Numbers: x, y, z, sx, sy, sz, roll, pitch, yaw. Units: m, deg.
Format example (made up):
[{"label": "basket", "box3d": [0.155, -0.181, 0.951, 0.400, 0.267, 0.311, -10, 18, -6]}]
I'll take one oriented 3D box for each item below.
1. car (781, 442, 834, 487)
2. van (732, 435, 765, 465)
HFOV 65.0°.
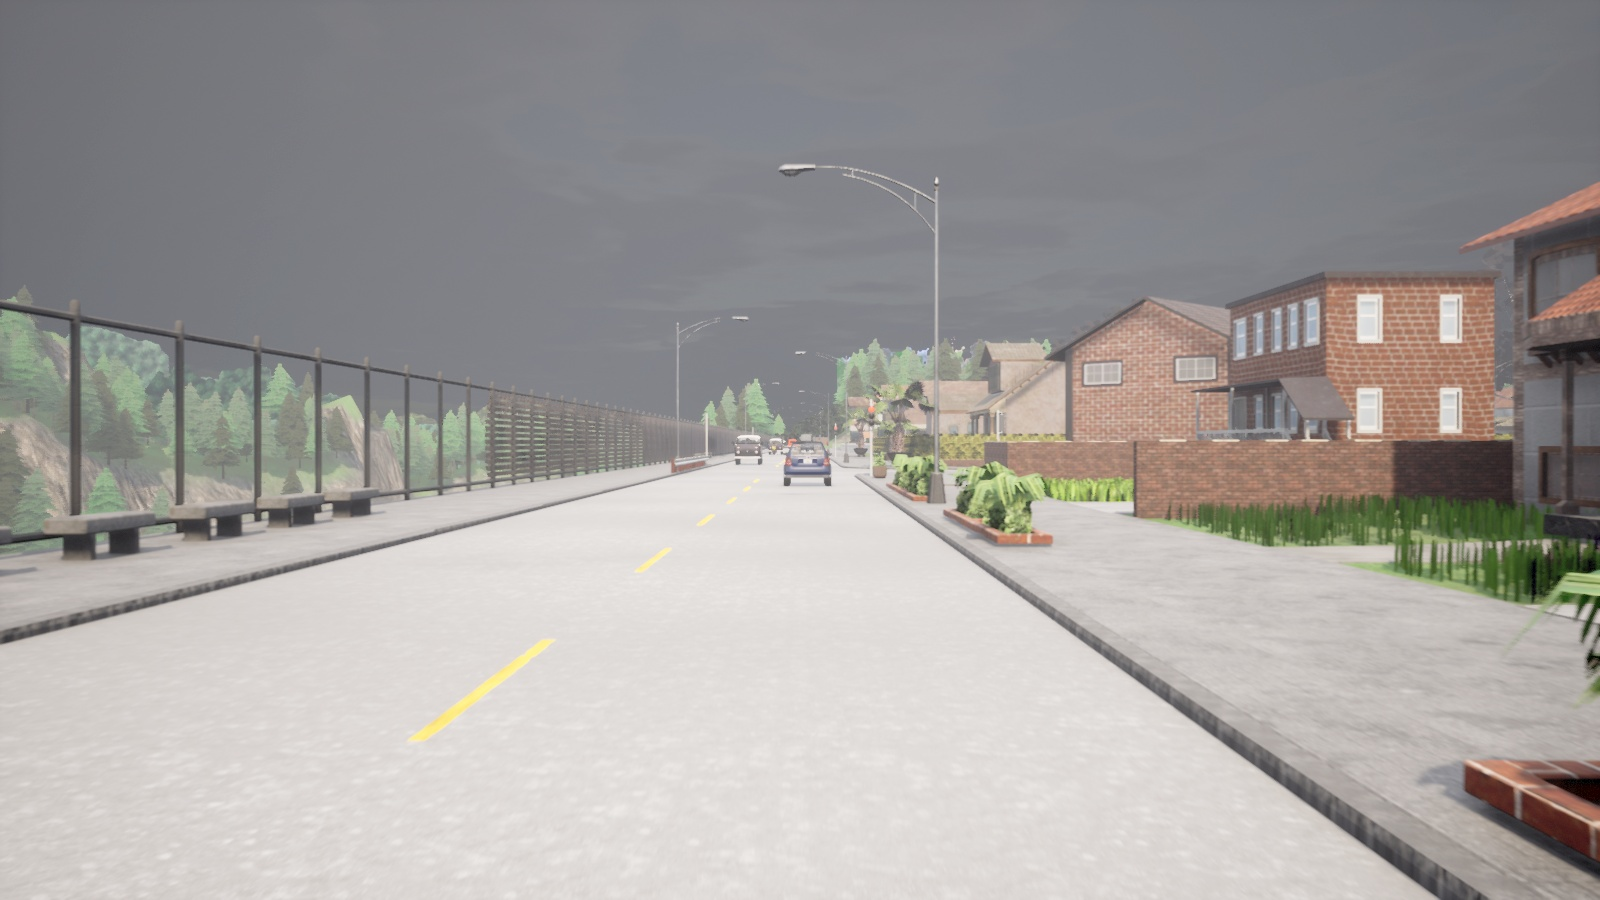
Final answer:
[{"label": "car", "box3d": [0.261, 0.476, 44.220, 1.789, 1.549, 3.705, 0, 0, 0]}, {"label": "van", "box3d": [-3.507, -0.017, 85.932, 2.069, 2.038, 4.480, 0, 0, 0]}]
